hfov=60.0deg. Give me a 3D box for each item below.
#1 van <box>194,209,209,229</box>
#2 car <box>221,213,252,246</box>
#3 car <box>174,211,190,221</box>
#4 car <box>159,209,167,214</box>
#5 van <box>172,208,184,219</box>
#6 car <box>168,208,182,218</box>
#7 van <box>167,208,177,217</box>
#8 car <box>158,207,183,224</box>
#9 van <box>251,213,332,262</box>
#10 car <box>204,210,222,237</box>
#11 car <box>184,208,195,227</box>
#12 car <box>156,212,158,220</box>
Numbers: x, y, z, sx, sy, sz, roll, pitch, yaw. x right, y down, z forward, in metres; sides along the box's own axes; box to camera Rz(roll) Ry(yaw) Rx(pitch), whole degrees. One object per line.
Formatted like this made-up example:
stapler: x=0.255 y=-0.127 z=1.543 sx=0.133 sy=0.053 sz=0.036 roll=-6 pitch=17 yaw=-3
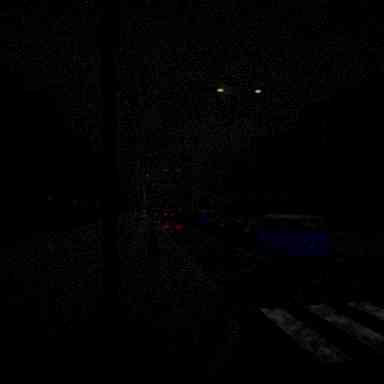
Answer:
van: x=1.634 y=2.506 z=30.116 sx=1.690 sy=1.788 sz=3.998 roll=-1 pitch=-2 yaw=-9
car: x=3.277 y=2.139 z=19.294 sx=1.967 sy=1.590 sz=4.097 roll=-1 pitch=-2 yaw=-9
car: x=-1.640 y=3.655 z=51.742 sx=2.008 sy=1.369 sz=4.403 roll=-1 pitch=-2 yaw=-9
car: x=-8.198 y=5.531 z=95.011 sx=2.008 sy=1.369 sz=4.403 roll=-1 pitch=-2 yaw=-9
van: x=-2.465 y=3.680 z=57.158 sx=1.690 sy=1.788 sz=3.998 roll=-1 pitch=-2 yaw=-9
car: x=-3.285 y=3.888 z=62.568 sx=2.192 sy=1.841 sz=5.009 roll=-1 pitch=-2 yaw=-9
van: x=-4.104 y=4.149 z=67.976 sx=1.690 sy=1.788 sz=3.998 roll=-1 pitch=-2 yaw=-9
car: x=-2.829 y=2.985 z=42.638 sx=2.150 sy=2.045 sz=5.566 roll=-1 pitch=-2 yaw=-9
van: x=4.094 y=1.808 z=13.889 sx=1.690 sy=1.788 sz=3.998 roll=-1 pitch=-2 yaw=-9
car: x=2.457 y=2.372 z=24.703 sx=1.967 sy=1.590 sz=4.097 roll=-1 pitch=-2 yaw=-9
car: x=0.813 y=2.715 z=35.523 sx=2.192 sy=1.841 sz=5.009 roll=-1 pitch=-2 yaw=-9
car: x=-4.909 y=3.712 z=56.377 sx=2.097 sy=1.767 sz=4.553 roll=-1 pitch=-2 yaw=-8
